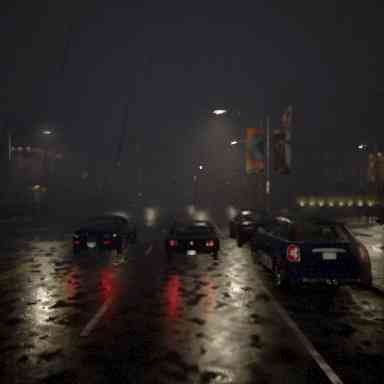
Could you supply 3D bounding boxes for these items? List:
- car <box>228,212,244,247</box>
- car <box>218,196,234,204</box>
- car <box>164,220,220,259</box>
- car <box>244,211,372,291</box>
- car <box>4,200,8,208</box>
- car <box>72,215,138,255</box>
[{"bbox_3d":[2.892,1.654,15.921,2.097,1.535,5.008,0,-1,0],"label":"car"},{"bbox_3d":[9.530,2.251,94.707,5.566,2.045,2.150,1,-1,-40],"label":"car"},{"bbox_3d":[0.014,1.746,13.226,1.895,1.301,4.718,0,-1,1],"label":"car"},{"bbox_3d":[3.035,1.459,9.498,2.185,1.767,4.553,0,-1,0],"label":"car"},{"bbox_3d":[-29.027,1.783,48.747,2.185,1.767,4.553,0,-1,0],"label":"car"},{"bbox_3d":[-3.480,1.677,13.870,1.812,1.442,4.674,0,0,1],"label":"car"}]
